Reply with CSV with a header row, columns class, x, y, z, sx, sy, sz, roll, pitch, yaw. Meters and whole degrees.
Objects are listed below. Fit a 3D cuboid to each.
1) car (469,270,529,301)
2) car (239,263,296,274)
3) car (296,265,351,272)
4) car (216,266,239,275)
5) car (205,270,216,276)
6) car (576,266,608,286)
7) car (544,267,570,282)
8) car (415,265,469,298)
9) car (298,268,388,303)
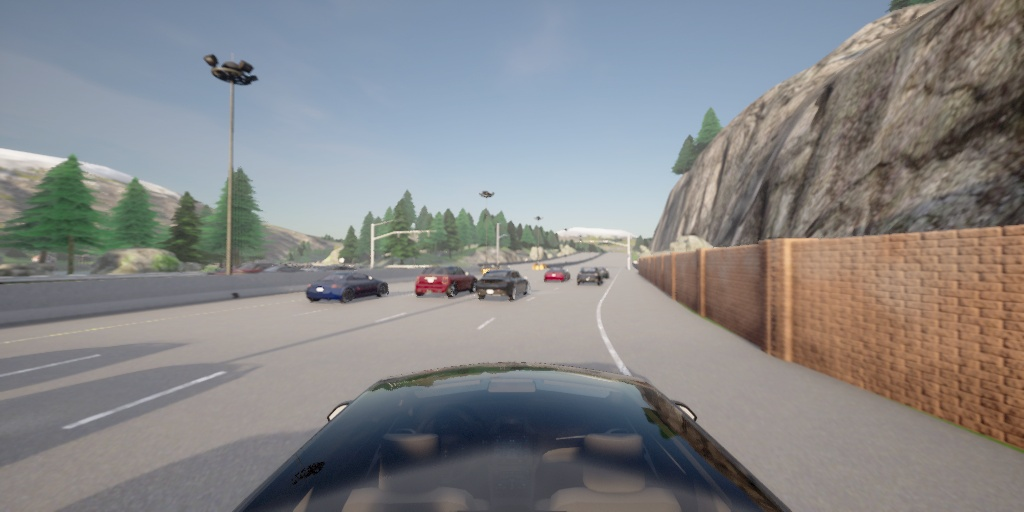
class,x,y,z,sx,sy,sz,roll,pitch,yaw
car,-0.370,1.471,19.248,1.837,1.490,4.892,0,-1,16
car,-19.355,1.532,29.725,1.812,1.442,4.674,0,-1,18
car,-15.381,1.545,30.659,1.837,1.490,4.892,0,-1,18
car,-22.501,1.363,31.367,2.097,1.767,4.553,0,-1,18
car,-25.637,1.583,33.068,1.994,1.385,4.181,0,-1,18
car,6.520,1.624,29.817,2.128,1.511,4.902,0,-1,18
car,4.414,1.747,34.747,1.994,1.385,4.181,0,-1,17
car,-3.614,1.319,20.494,2.097,1.767,4.553,0,-1,16
car,-7.990,1.476,17.761,1.994,1.385,4.181,0,-1,14
